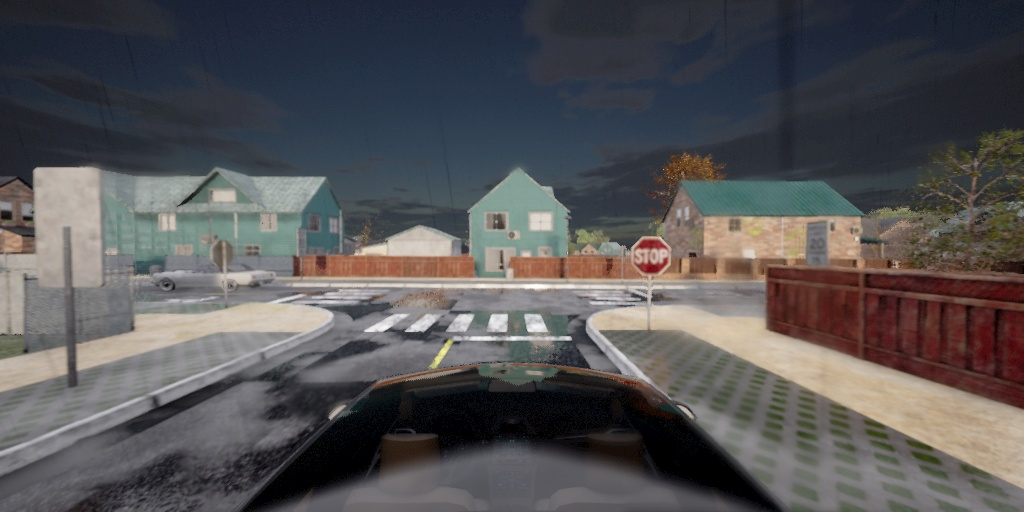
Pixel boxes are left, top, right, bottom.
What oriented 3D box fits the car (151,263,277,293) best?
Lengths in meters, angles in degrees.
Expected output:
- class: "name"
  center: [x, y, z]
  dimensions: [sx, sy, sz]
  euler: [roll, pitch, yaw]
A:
- class: "car"
  center: [-14.291, 1.004, 17.296]
  dimensions: [4.718, 1.301, 1.895]
  euler: [0, 2, -1]
